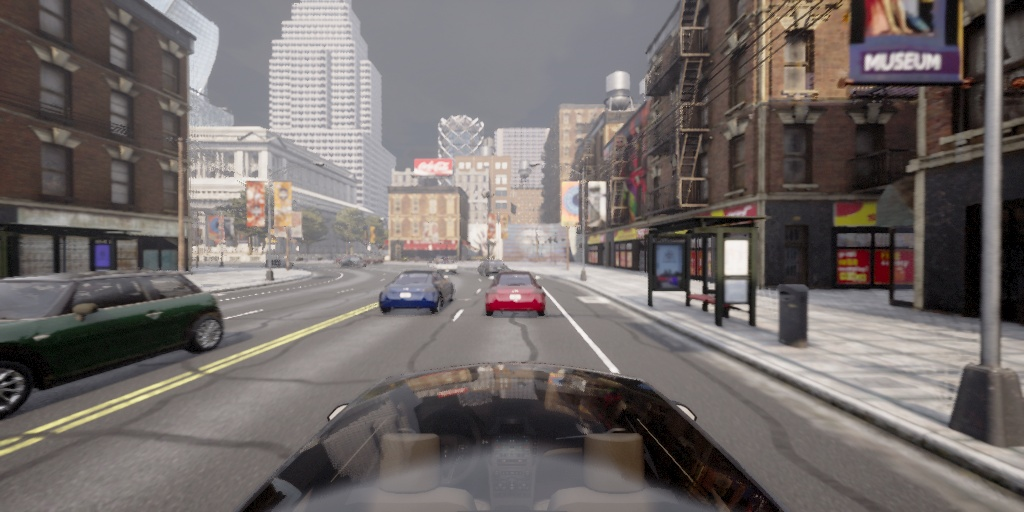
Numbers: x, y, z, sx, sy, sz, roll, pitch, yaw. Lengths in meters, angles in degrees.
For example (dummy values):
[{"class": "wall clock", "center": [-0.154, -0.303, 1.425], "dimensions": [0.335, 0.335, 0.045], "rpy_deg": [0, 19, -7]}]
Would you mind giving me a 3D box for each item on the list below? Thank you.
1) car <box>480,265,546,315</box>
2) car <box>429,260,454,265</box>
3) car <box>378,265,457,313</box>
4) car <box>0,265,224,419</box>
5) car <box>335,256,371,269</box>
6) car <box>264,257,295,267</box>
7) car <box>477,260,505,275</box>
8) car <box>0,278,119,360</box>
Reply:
[{"class": "car", "center": [0.104, 1.203, 12.976], "dimensions": [1.994, 1.385, 4.181], "rpy_deg": [0, 1, 0]}, {"class": "car", "center": [-6.719, 1.029, 34.465], "dimensions": [1.895, 1.301, 4.718], "rpy_deg": [0, 1, -23]}, {"class": "car", "center": [-3.395, 1.199, 13.442], "dimensions": [1.994, 1.385, 4.181], "rpy_deg": [0, 1, 0]}, {"class": "car", "center": [-7.118, 1.064, 5.599], "dimensions": [2.097, 1.767, 4.553], "rpy_deg": [0, 1, 0]}, {"class": "car", "center": [-20.702, 0.836, 46.591], "dimensions": [4.674, 1.442, 1.812], "rpy_deg": [0, 1, 38]}, {"class": "car", "center": [-32.141, 0.847, 49.558], "dimensions": [4.181, 1.385, 1.994], "rpy_deg": [0, 1, 25]}, {"class": "car", "center": [-1.739, 1.010, 30.938], "dimensions": [2.033, 1.411, 5.357], "rpy_deg": [0, 1, -16]}, {"class": "car", "center": [-10.596, 1.256, 6.050], "dimensions": [2.033, 1.411, 5.357], "rpy_deg": [0, 1, 0]}]
